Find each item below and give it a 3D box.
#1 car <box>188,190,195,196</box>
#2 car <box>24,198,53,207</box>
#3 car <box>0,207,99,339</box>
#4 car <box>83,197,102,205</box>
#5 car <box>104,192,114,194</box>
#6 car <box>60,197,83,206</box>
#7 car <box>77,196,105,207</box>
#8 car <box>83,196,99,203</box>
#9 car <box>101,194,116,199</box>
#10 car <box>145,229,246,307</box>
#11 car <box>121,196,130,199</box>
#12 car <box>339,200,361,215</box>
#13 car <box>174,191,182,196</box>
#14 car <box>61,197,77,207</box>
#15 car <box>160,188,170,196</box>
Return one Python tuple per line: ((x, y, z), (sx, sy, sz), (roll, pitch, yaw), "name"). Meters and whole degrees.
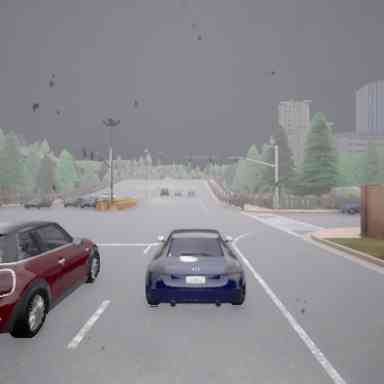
((-0.156, 0.301, 87.996), (2.033, 1.411, 5.357), (0, 7, 0), "car")
((-21.095, 1.578, 45.958), (2.033, 1.411, 5.357), (0, 0, 0), "car")
((-3.431, 1.356, 6.760), (2.097, 1.767, 4.553), (0, 0, 0), "car")
((-17.576, 1.640, 59.063), (1.895, 1.301, 4.718), (0, 0, 0), "car")
((-17.557, 1.147, 69.733), (2.150, 2.045, 5.566), (0, 1, 0), "car")
((-21.075, 1.586, 58.318), (2.033, 1.411, 5.357), (0, 0, 0), "car")
((-14.095, 1.595, 46.608), (1.994, 1.385, 4.181), (0, 0, 0), "car")
((-21.057, 1.521, 69.624), (1.895, 1.301, 4.718), (0, 1, 0), "car")
((-14.089, 1.585, 56.121), (2.033, 1.411, 5.357), (0, 0, 0), "car")
((0.077, 1.569, 8.065), (1.994, 1.385, 4.181), (0, 0, 0), "car")
((-14.059, 1.508, 70.101), (1.895, 1.301, 4.718), (0, 1, 0), "car")
((17.092, 1.548, 33.108), (4.674, 1.442, 1.812), (0, 0, 0), "car")
((-3.656, 0.369, 87.907), (1.895, 1.301, 4.718), (0, 7, 0), "car")
((-17.592, 1.538, 49.809), (1.837, 1.490, 4.892), (0, 0, 0), "car")
((-7.157, -0.034, 88.162), (2.150, 2.045, 5.566), (0, 7, 0), "car")
